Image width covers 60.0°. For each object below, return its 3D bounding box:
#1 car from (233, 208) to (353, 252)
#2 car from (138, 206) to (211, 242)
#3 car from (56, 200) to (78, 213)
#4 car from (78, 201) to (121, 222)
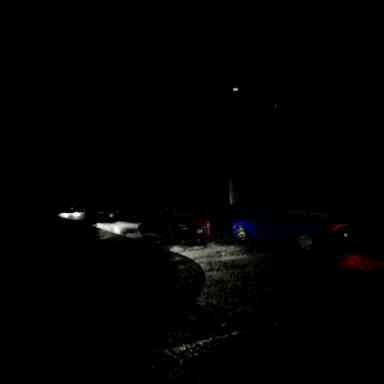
[{"bbox_3d":[3.866,1.397,13.672,1.882,1.535,5.008,-6,3,-40],"label":"car"},{"bbox_3d":[-1.030,1.457,16.696,1.882,1.535,5.008,-2,1,-33],"label":"car"},{"bbox_3d":[-14.029,1.610,37.697,1.994,1.385,4.181,-2,1,-32],"label":"car"},{"bbox_3d":[-7.302,1.504,26.835,2.128,1.511,4.902,-1,1,-32],"label":"car"}]
